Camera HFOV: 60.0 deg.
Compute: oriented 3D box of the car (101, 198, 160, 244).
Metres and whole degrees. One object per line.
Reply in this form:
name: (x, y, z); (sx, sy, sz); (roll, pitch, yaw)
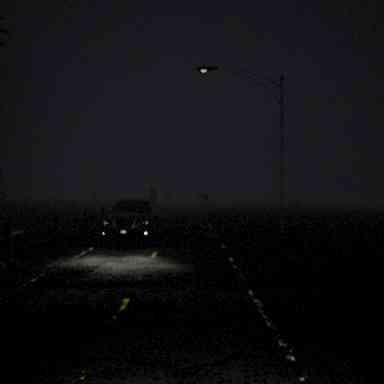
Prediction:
car: (-2.893, 1.338, 16.781); (2.150, 2.045, 5.566); (0, 0, 0)
